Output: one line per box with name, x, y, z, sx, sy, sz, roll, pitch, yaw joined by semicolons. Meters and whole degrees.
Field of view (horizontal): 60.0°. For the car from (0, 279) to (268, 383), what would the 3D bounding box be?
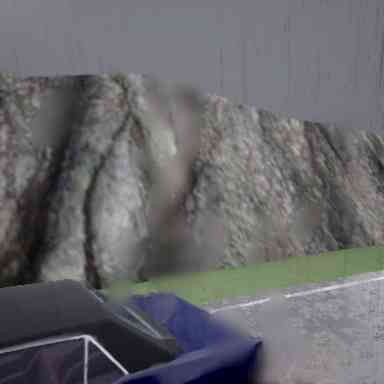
car;-1.727;1.562;2.592;4.718;1.301;1.895;0;1;-33
